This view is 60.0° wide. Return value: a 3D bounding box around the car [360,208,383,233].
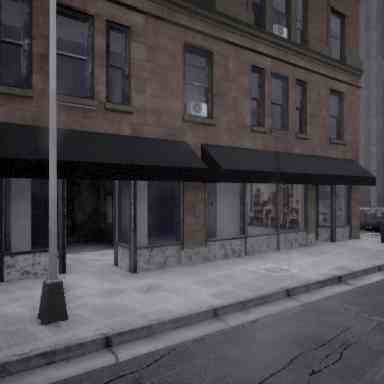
[{"bbox_3d":[10.132,1.556,17.443,2.033,1.411,5.357,0,0,-35],"label":"car"}]
